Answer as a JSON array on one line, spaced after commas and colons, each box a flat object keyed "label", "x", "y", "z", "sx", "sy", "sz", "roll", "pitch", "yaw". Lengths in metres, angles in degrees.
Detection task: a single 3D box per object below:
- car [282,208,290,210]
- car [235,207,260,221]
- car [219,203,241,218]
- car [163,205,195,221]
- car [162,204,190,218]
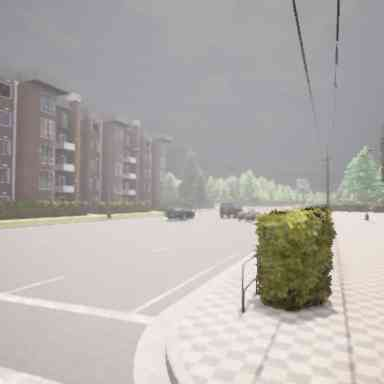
[{"label": "car", "x": 13.072, "y": 2.941, "z": 46.058, "sx": 1.994, "sy": 1.385, "sz": 4.181, "roll": 0, "pitch": -2, "yaw": 22}, {"label": "car", "x": 7.002, "y": 2.756, "z": 40.374, "sx": 1.895, "sy": 1.301, "sz": 4.718, "roll": 0, "pitch": -2, "yaw": 22}, {"label": "car", "x": 5.444, "y": 2.507, "z": 45.967, "sx": 2.150, "sy": 2.045, "sz": 5.566, "roll": 0, "pitch": -1, "yaw": 23}, {"label": "car", "x": -1.211, "y": 2.493, "z": 38.781, "sx": 1.882, "sy": 1.535, "sz": 5.008, "roll": 0, "pitch": -2, "yaw": 22}, {"label": "car", "x": -2.128, "y": 2.547, "z": 46.005, "sx": 2.097, "sy": 1.767, "sz": 4.553, "roll": 0, "pitch": -2, "yaw": 22}]
